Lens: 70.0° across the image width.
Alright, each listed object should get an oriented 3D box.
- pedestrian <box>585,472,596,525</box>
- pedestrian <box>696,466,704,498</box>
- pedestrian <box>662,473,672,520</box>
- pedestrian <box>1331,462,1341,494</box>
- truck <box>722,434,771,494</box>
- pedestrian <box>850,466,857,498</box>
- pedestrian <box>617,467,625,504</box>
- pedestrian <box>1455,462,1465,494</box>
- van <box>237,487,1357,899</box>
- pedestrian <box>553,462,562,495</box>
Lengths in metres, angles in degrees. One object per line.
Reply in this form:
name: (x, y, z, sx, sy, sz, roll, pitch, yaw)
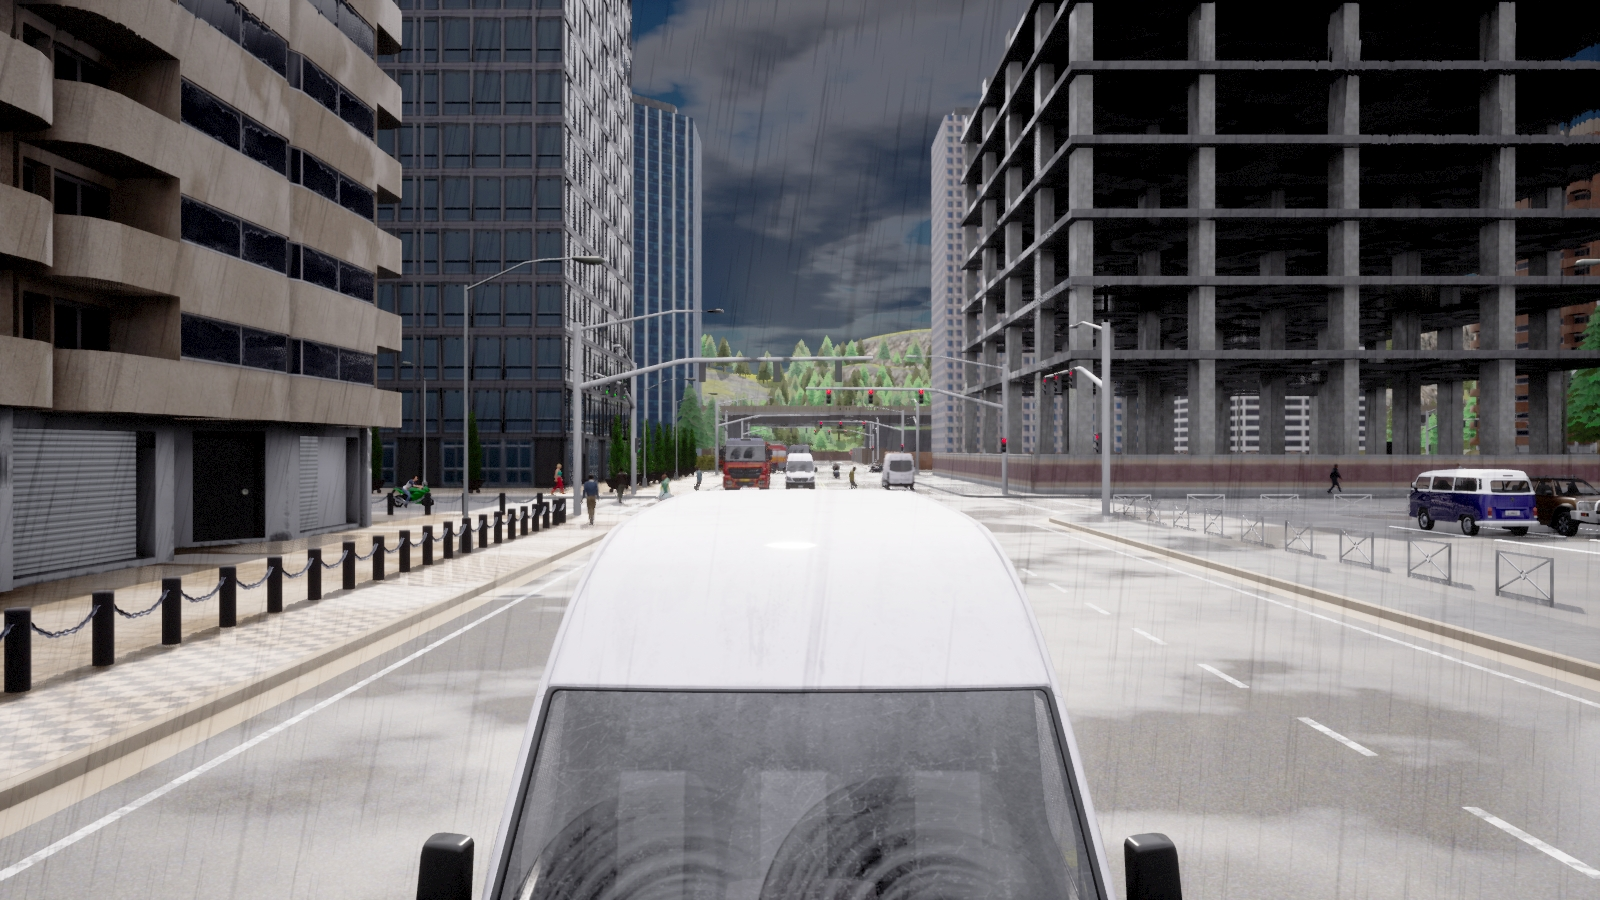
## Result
pedestrian: (-7.406, 1.697, 40.445, 0.375, 1.860, 0.375, 0, 0, -9)
pedestrian: (-5.849, 1.848, 66.902, 0.375, 1.860, 0.375, 0, 0, 11)
pedestrian: (-5.299, 1.848, 45.412, 0.375, 1.860, 0.375, 0, 0, -4)
pedestrian: (31.235, 1.641, 66.609, 0.375, 1.860, 0.375, 0, 0, -1)
truck: (-3.496, 0.891, 77.013, 2.891, 3.827, 8.468, 0, 0, 0)
pedestrian: (3.104, 1.846, 66.701, 0.375, 1.860, 0.375, 0, 0, -3)
pedestrian: (-9.168, 1.803, 58.398, 0.375, 1.860, 0.375, 0, 0, -15)
pedestrian: (38.524, 1.640, 66.692, 0.375, 1.860, 0.375, 0, 0, 1)
van: (-0.002, 1.534, 4.985, 1.988, 2.561, 5.915, 0, 0, 0)
pedestrian: (-13.763, 1.641, 64.795, 0.375, 1.860, 0.375, 0, 0, 10)
